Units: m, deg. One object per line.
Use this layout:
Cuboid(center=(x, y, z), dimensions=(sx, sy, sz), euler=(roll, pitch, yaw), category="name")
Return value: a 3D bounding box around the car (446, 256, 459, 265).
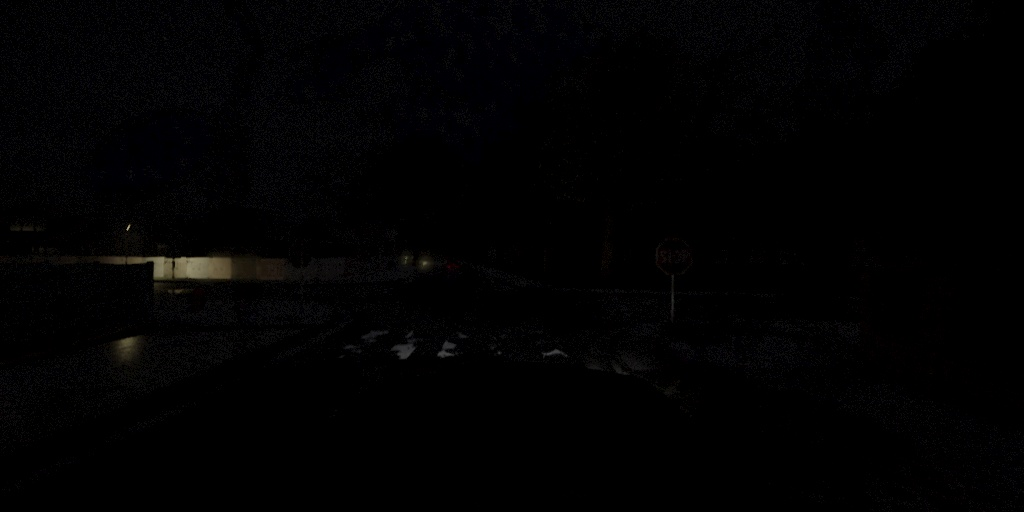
Cuboid(center=(-10.288, 0.866, 62.099), dimensions=(1.812, 1.442, 4.674), euler=(0, 0, -12), category="car")
